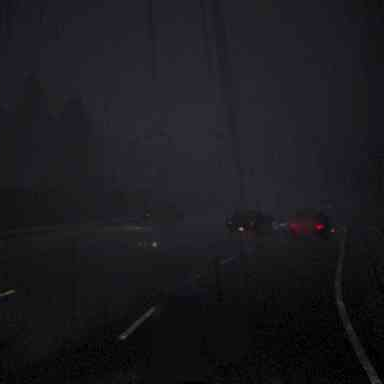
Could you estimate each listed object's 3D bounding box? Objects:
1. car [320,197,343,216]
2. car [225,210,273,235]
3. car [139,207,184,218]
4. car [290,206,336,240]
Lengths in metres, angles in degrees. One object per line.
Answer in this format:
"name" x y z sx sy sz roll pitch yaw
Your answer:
"car" 16.301 1.651 38.937 2.150 2.045 5.566 0 0 26
"car" 3.639 1.772 20.317 1.895 1.301 4.718 0 0 25
"car" -2.172 1.412 24.710 1.994 1.385 4.181 0 0 25
"car" 6.670 1.737 18.544 2.033 1.411 5.357 0 0 25
